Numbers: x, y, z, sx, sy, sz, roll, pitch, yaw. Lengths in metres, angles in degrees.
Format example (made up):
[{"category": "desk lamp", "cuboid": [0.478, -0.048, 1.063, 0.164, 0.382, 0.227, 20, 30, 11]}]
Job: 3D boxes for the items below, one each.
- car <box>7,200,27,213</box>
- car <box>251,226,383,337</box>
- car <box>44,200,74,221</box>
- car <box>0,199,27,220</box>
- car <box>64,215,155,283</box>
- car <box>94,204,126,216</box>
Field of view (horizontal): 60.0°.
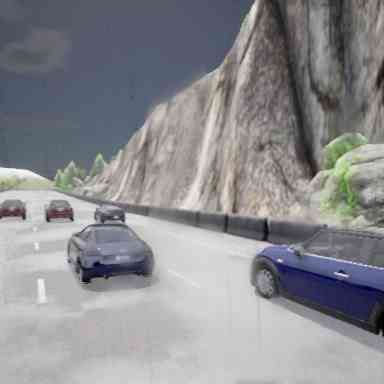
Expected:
[{"category": "car", "cuboid": [-20.034, 1.615, 38.190, 1.895, 1.301, 4.718, 1, 0, -26]}, {"category": "car", "cuboid": [3.113, 1.439, 6.384, 2.097, 1.767, 4.553, 1, -1, -26]}, {"category": "car", "cuboid": [-11.359, 1.461, 28.287, 2.097, 1.767, 4.553, 1, 0, -26]}, {"category": "car", "cuboid": [-15.524, 1.421, 28.868, 2.097, 1.767, 4.553, 1, 0, -26]}, {"category": "car", "cuboid": [-2.621, 1.651, 10.202, 1.994, 1.385, 4.181, 1, -1, -26]}, {"category": "car", "cuboid": [-6.535, 1.672, 26.343, 1.812, 1.442, 4.674, 1, 0, -26]}]
